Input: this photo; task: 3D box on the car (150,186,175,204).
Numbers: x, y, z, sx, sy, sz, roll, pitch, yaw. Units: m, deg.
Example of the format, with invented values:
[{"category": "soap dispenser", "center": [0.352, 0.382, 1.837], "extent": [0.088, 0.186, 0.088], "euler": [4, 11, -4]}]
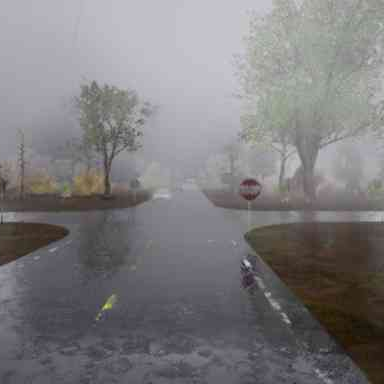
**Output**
[{"category": "car", "center": [-2.990, 0.398, 33.995], "extent": [1.812, 1.442, 4.674], "euler": [0, 3, 0]}]

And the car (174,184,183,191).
[{"category": "car", "center": [-2.992, -0.911, 68.874], "extent": [1.837, 1.490, 4.892], "euler": [0, 2, 0]}]
